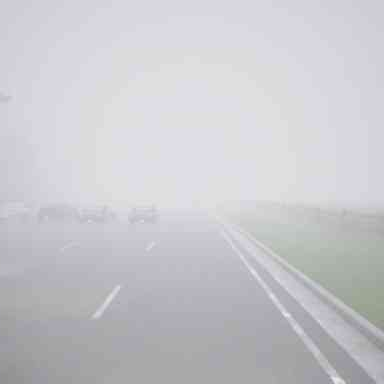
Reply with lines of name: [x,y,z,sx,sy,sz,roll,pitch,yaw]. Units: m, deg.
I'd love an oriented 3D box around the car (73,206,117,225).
car: [-6.897,1.680,24.678,1.895,1.301,4.718,0,0,0]

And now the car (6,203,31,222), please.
car: [-13.896,1.613,27.211,1.812,1.442,4.674,0,0,0]

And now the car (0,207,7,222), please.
car: [-3.401,1.226,1.337,2.150,2.045,5.566,0,0,0]

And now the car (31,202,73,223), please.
car: [-10.396,1.589,26.176,1.837,1.490,4.892,0,0,0]

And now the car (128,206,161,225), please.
car: [-3.397,1.680,24.677,1.895,1.301,4.718,0,0,0]

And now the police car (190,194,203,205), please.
police car: [1.059,1.627,63.408,1.930,1.638,5.238,0,0,0]

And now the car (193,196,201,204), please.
car: [1.060,1.738,73.297,1.837,1.490,4.892,0,0,0]
